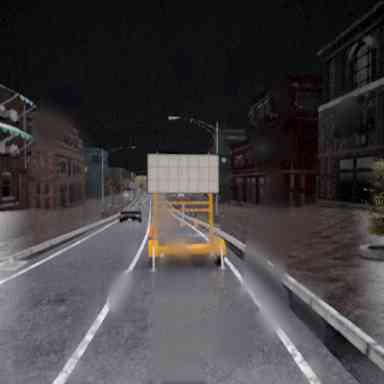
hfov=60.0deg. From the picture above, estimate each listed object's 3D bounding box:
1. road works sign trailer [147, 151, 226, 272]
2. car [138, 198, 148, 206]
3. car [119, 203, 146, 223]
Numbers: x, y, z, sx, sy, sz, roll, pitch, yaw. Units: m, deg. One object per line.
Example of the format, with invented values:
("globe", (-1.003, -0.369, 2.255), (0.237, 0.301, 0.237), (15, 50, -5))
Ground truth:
("road works sign trailer", (-0.301, 0.470, 10.952), (2.380, 3.560, 2.880), (0, 0, -9))
("car", (-10.318, 2.064, 70.579), (2.128, 1.511, 4.902), (0, 2, -7))
("car", (-5.429, 1.965, 29.880), (2.033, 1.411, 5.357), (0, -2, -7))
